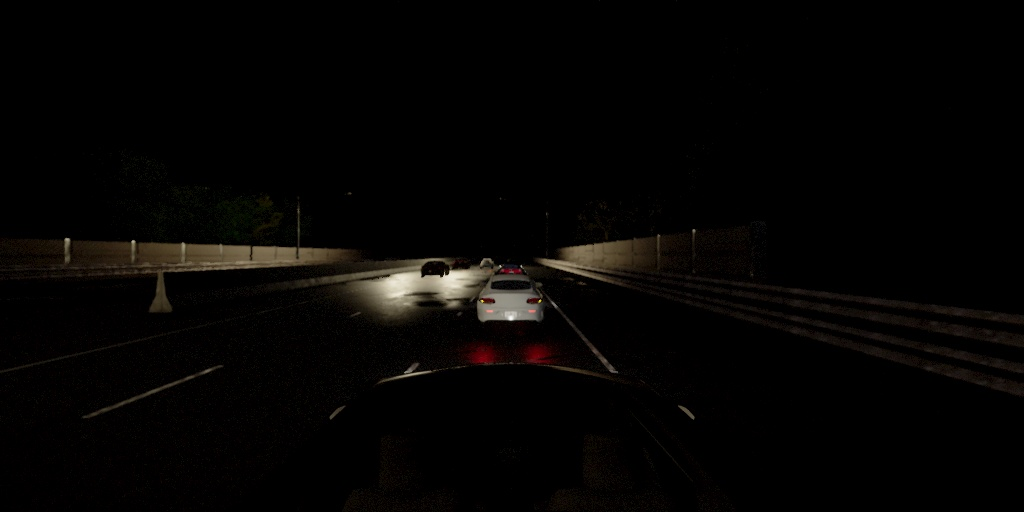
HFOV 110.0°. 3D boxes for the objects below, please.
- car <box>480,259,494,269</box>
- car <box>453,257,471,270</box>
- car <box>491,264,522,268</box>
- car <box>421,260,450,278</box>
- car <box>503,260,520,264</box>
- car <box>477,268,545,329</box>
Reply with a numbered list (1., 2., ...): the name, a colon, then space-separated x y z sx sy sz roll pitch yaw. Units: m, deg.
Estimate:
1. car: -3.585 1.142 52.317 1.812 1.442 4.674 0 0 -1
2. car: -7.078 0.973 50.839 2.097 1.767 4.553 0 0 0
3. car: -0.064 1.302 20.305 1.895 1.301 4.718 0 0 0
4. car: -7.010 1.146 33.091 1.882 1.535 5.008 0 0 0
5. car: -0.087 1.241 29.278 1.994 1.385 4.181 0 0 -1
6. car: -0.030 1.251 11.036 1.812 1.442 4.674 0 0 0
